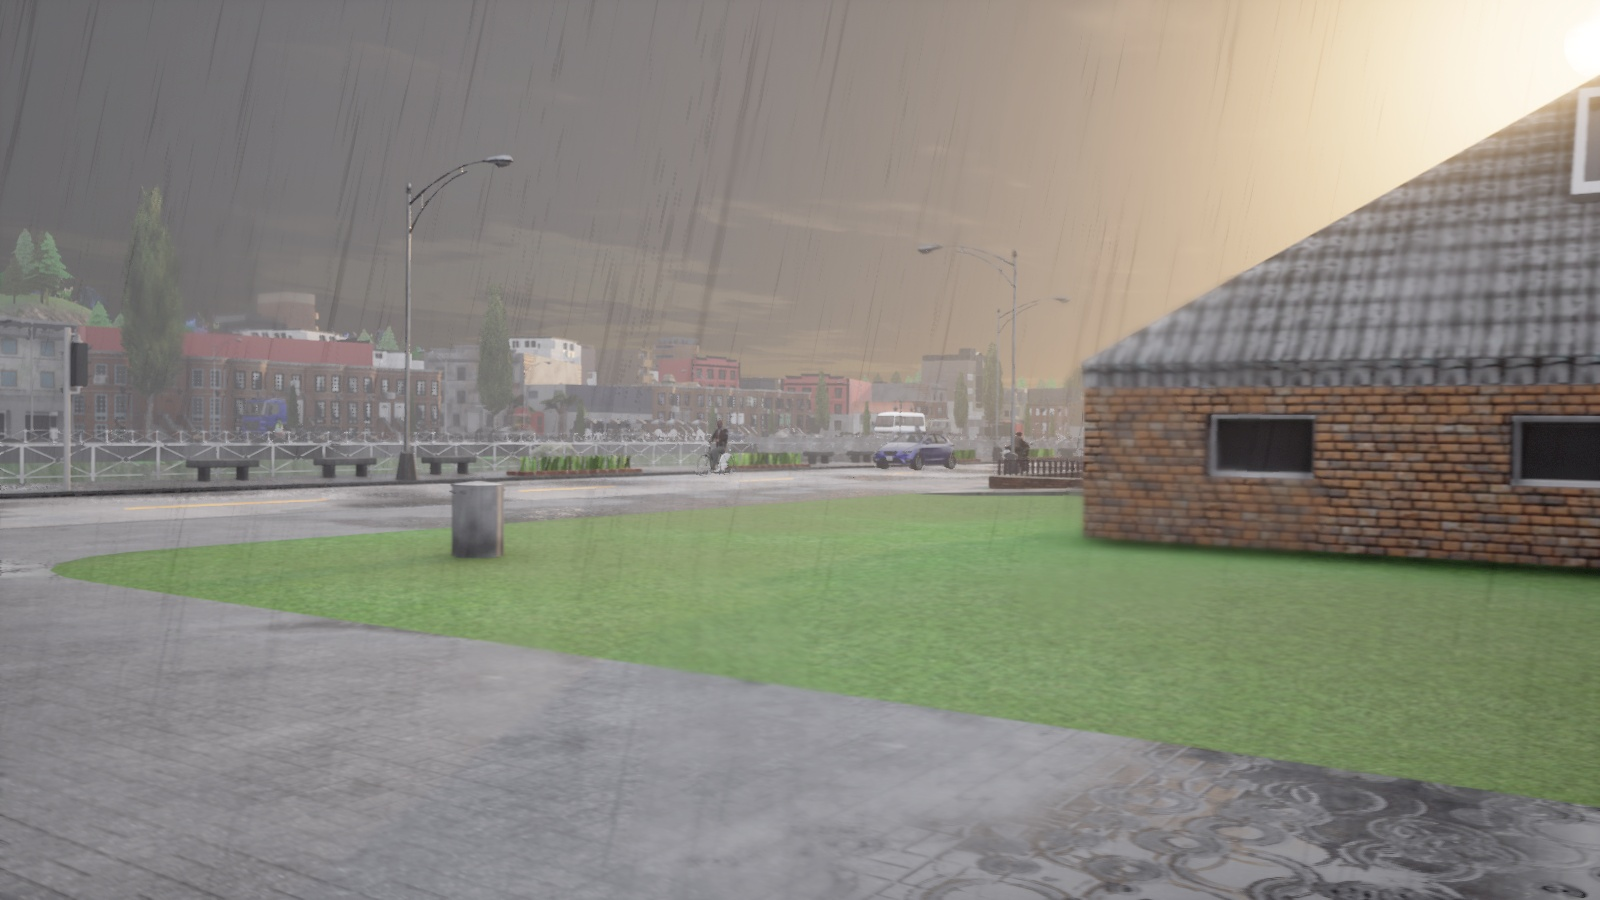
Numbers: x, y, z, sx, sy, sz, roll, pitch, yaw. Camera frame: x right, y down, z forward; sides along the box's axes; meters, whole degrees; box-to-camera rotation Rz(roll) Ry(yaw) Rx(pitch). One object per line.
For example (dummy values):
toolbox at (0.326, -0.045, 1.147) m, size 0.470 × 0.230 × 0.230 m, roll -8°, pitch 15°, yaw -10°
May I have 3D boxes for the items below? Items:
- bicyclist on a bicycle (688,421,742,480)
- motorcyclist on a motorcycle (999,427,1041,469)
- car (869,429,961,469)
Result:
bicyclist on a bicycle at (-2.583, 0.002, 38.269) m, size 0.659 × 1.776 × 1.843 m, roll 0°, pitch 1°, yaw 34°
motorcyclist on a motorcycle at (8.307, -0.093, 47.436) m, size 0.797 × 1.523 × 2.044 m, roll 0°, pitch 1°, yaw 34°
car at (4.529, -0.065, 48.978) m, size 1.816 × 1.474 × 4.193 m, roll 0°, pitch 1°, yaw 34°
